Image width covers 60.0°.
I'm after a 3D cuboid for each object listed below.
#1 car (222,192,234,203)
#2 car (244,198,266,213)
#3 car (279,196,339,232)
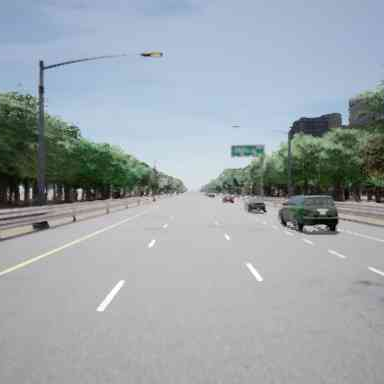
[{"bbox_3d":[7.211,1.318,67.909,2.097,1.767,4.553,0,0,0],"label":"car"},{"bbox_3d":[7.062,1.503,37.581,1.837,1.490,4.892,0,0,0],"label":"car"},{"bbox_3d":[7.015,1.225,20.490,2.150,2.045,5.566,0,0,0],"label":"car"}]
